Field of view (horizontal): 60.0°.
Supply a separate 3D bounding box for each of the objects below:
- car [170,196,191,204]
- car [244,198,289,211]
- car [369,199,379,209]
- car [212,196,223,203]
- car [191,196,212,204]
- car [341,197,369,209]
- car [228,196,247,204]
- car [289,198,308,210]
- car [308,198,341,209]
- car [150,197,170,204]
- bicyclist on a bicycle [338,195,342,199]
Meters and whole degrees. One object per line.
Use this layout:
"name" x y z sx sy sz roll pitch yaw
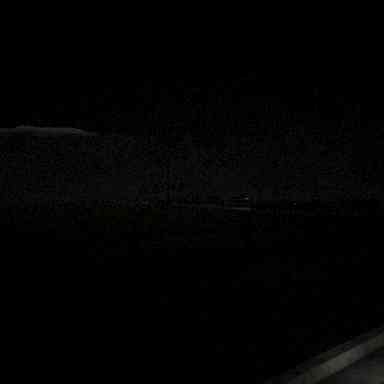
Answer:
"car" -2.664 1.525 63.381 1.812 1.442 4.674 0 0 -35
"car" 9.025 1.601 40.530 1.895 1.301 4.718 0 0 -35
"car" 22.717 1.477 45.379 1.882 1.535 5.008 0 0 -35
"car" 4.067 1.505 65.935 1.837 1.490 4.892 0 0 -35
"car" 0.947 1.547 64.295 2.033 1.411 5.357 0 0 -35
"car" 19.782 1.477 43.472 1.882 1.535 5.008 0 0 -35
"car" 9.079 1.491 64.873 2.128 1.511 4.902 0 0 -35
"car" 11.974 1.526 42.420 1.812 1.442 4.674 0 0 -35
"car" 16.038 1.601 42.717 1.895 1.301 4.718 0 0 -35
"car" -6.550 1.564 62.794 1.994 1.385 4.181 0 0 -35
"bicyclist on a bicycle" 23.074 1.302 51.786 1.656 1.620 0.582 0 0 -35
